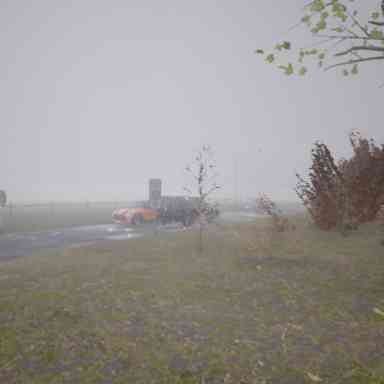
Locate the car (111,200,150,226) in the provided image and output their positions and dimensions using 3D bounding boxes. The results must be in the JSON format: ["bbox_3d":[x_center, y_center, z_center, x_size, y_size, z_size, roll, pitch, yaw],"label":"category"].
[{"bbox_3d":[-3.599,1.398,23.879,2.097,1.767,4.553,0,0,35],"label":"car"}]

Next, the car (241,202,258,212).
[{"bbox_3d":[7.555,1.592,39.497,2.128,1.511,4.902,0,0,36],"label":"car"}]

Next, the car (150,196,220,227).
[{"bbox_3d":[-0.140,1.285,23.747,2.150,2.045,5.566,0,0,36],"label":"car"}]
